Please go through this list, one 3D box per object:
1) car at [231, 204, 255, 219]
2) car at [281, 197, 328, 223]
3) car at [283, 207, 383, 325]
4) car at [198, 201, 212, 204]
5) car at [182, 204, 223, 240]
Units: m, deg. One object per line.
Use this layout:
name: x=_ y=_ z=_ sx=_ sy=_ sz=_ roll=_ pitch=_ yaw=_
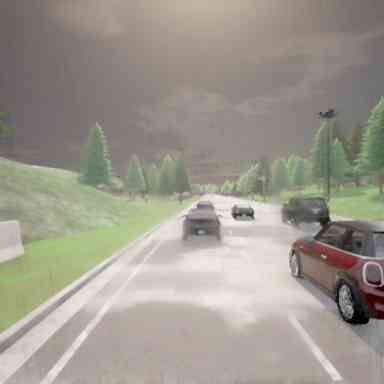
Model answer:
car: x=4.681 y=1.767 z=31.384 sx=1.895 sy=1.301 sz=4.718 roll=0 pitch=0 yaw=3
car: x=7.790 y=1.350 z=23.306 sx=2.150 sy=2.045 sz=5.566 roll=0 pitch=0 yaw=3
car: x=3.715 y=1.394 z=7.356 sx=2.097 sy=1.767 sz=4.553 roll=0 pitch=0 yaw=1
car: x=1.420 y=1.665 z=36.269 sx=1.882 sy=1.535 sz=5.008 roll=0 pitch=0 yaw=3
car: x=0.532 y=1.594 z=17.421 sx=1.837 sy=1.490 sz=4.892 roll=0 pitch=0 yaw=2
